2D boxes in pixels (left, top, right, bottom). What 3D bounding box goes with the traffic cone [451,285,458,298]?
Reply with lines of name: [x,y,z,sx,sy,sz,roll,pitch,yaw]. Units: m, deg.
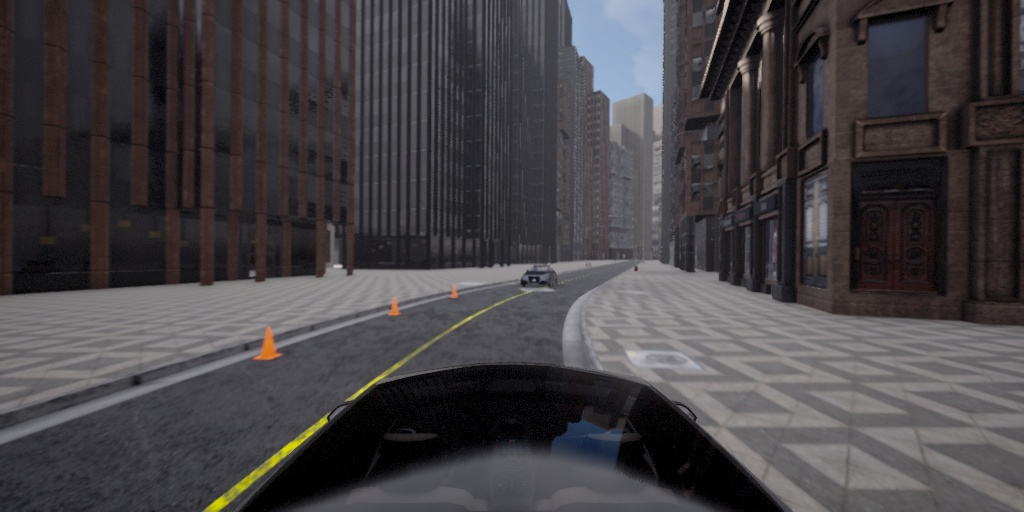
traffic cone: [-2.776,1.687,17.254,0.340,0.580,0.340,0,0,16]

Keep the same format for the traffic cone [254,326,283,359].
traffic cone: [-4.744,1.670,6.989,0.340,0.580,0.340,0,0,6]

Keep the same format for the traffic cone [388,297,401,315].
traffic cone: [-3.981,1.678,12.164,0.340,0.580,0.340,0,0,11]

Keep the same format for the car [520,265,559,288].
car: [1.959,1.339,24.440,1.994,1.385,4.181,1,0,17]
